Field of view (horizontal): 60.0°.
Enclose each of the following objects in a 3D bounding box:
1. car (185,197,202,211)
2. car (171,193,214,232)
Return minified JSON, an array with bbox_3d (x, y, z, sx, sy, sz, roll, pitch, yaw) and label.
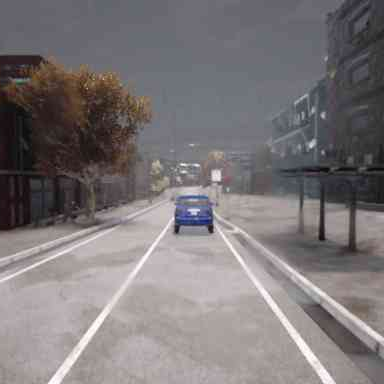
[{"bbox_3d":[0.161,1.309,38.403,1.812,1.442,4.674,0,1,0],"label":"car"},{"bbox_3d":[0.109,1.184,19.941,2.150,2.045,5.566,0,0,0],"label":"car"}]
